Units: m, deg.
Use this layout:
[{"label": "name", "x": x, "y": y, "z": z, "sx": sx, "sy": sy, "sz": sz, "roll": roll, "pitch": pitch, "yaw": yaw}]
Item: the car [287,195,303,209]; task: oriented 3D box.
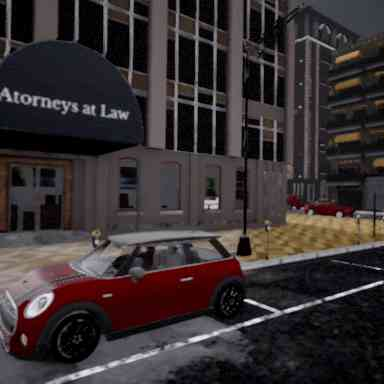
[{"label": "car", "x": 12.282, "y": 1.270, "z": 43.488, "sx": 2.192, "sy": 1.841, "sz": 5.009, "roll": 2, "pitch": -1, "yaw": -36}]

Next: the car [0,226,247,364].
[{"label": "car", "x": -1.025, "y": 1.463, "z": 5.816, "sx": 4.097, "sy": 1.590, "sz": 1.967, "roll": 1, "pitch": 0, "yaw": -35}]

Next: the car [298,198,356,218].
[{"label": "car", "x": 12.128, "y": 1.516, "z": 29.402, "sx": 1.887, "sy": 1.381, "sz": 4.507, "roll": 2, "pitch": -1, "yaw": -36}]
